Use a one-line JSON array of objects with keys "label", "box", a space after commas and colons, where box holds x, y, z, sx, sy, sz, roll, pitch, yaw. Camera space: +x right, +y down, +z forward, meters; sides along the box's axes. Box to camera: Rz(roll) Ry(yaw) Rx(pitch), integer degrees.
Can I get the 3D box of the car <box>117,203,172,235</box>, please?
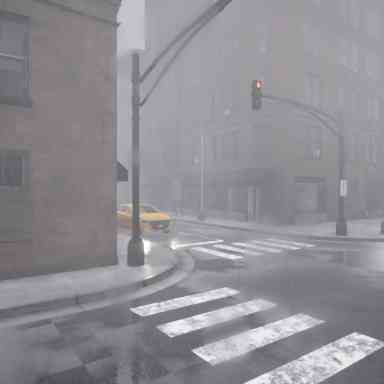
[{"label": "car", "box": [-2.939, 1.382, 18.388, 1.882, 1.535, 5.008, 0, 0, -34]}]
